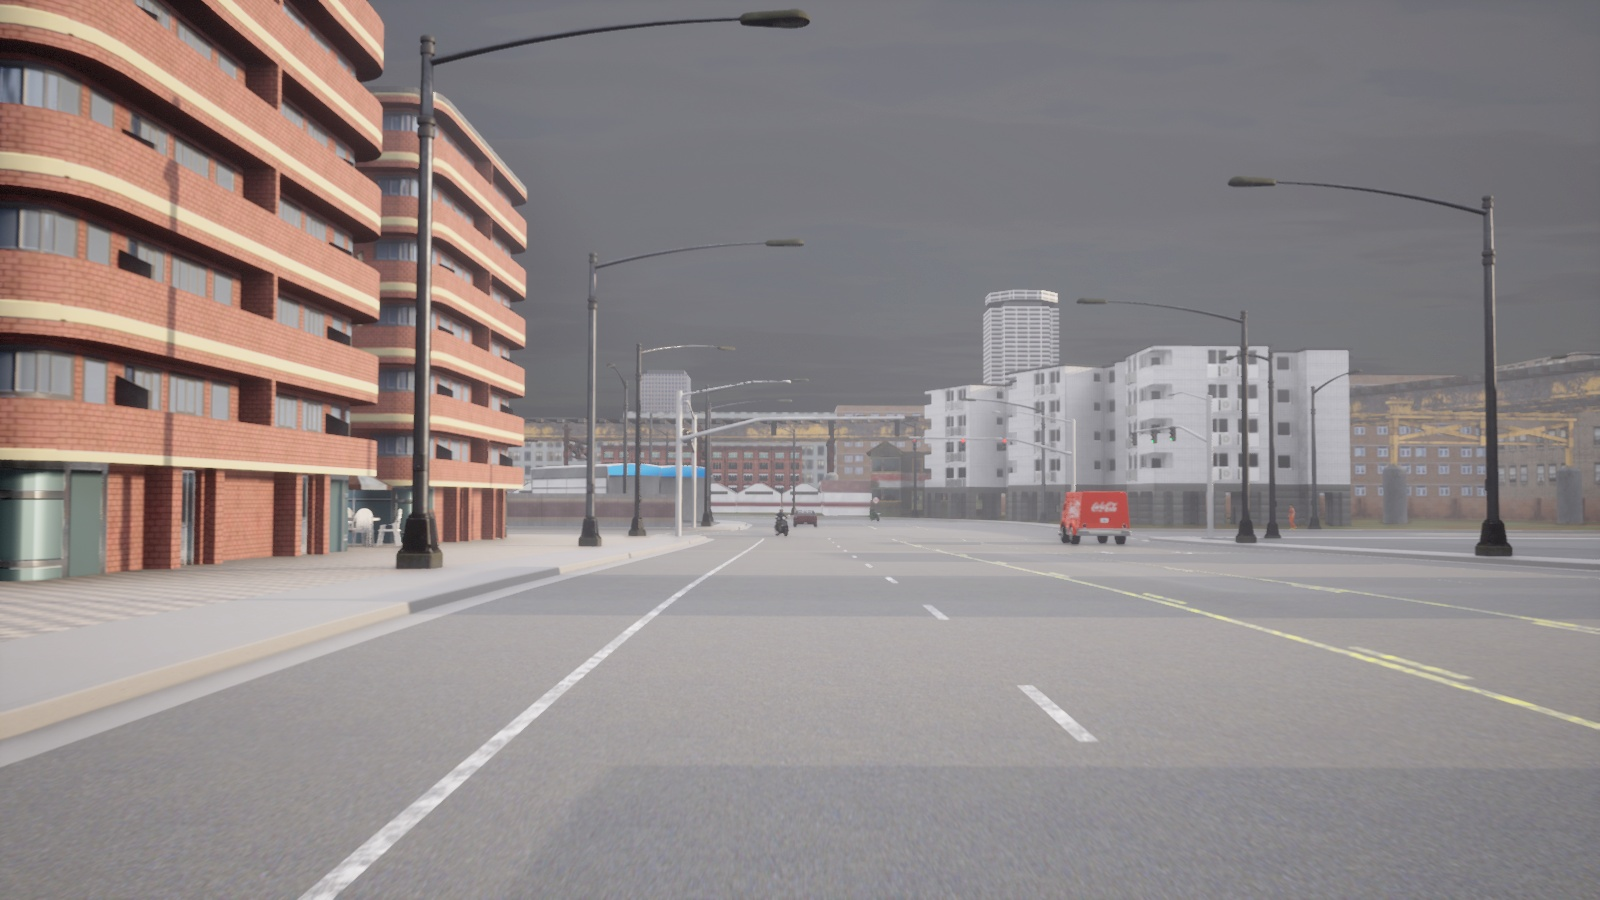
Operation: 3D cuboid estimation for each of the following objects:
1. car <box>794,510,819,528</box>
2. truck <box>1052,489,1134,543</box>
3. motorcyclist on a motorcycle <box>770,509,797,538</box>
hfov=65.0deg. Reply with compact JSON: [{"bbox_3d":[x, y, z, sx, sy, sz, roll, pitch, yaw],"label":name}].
[{"bbox_3d":[0.448,5.373,98.104,1.895,1.301,4.718,0,-2,0],"label":"car"},{"bbox_3d":[13.870,3.127,59.788,2.627,2.467,5.204,0,-3,-1],"label":"truck"},{"bbox_3d":[-0.958,4.172,71.613,0.866,1.590,1.817,-1,-2,-22],"label":"motorcyclist on a motorcycle"}]
